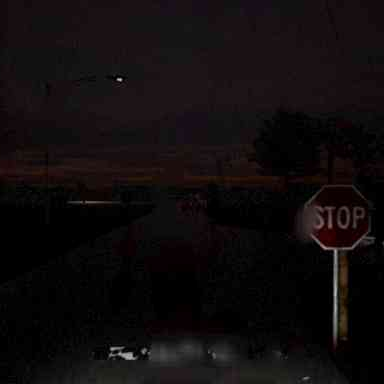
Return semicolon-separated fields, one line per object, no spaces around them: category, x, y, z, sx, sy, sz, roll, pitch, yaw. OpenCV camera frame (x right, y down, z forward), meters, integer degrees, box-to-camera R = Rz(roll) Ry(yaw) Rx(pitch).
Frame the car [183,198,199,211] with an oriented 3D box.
car;-0.186;1.597;45.164;2.097;1.767;4.553;0;-1;0

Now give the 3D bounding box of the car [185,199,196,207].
car;-0.280;1.928;59.758;1.812;1.442;4.674;0;-1;-1

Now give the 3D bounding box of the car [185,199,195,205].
car;-0.440;2.137;70.833;1.895;1.301;4.718;0;-1;0
